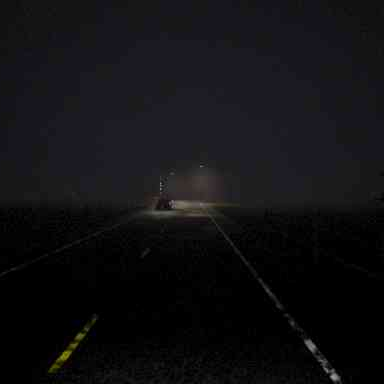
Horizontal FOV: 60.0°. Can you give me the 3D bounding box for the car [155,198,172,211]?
[{"bbox_3d":[-3.593,1.622,42.861,1.837,1.490,4.892,0,0,0],"label":"car"}]
